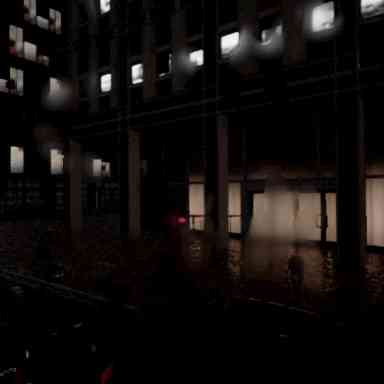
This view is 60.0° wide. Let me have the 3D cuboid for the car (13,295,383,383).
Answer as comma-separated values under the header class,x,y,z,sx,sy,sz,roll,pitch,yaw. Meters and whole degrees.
class,x,y,z,sx,sy,sz,roll,pitch,yaw
car,0.244,1.574,2.716,4.206,1.307,1.802,0,-1,36
